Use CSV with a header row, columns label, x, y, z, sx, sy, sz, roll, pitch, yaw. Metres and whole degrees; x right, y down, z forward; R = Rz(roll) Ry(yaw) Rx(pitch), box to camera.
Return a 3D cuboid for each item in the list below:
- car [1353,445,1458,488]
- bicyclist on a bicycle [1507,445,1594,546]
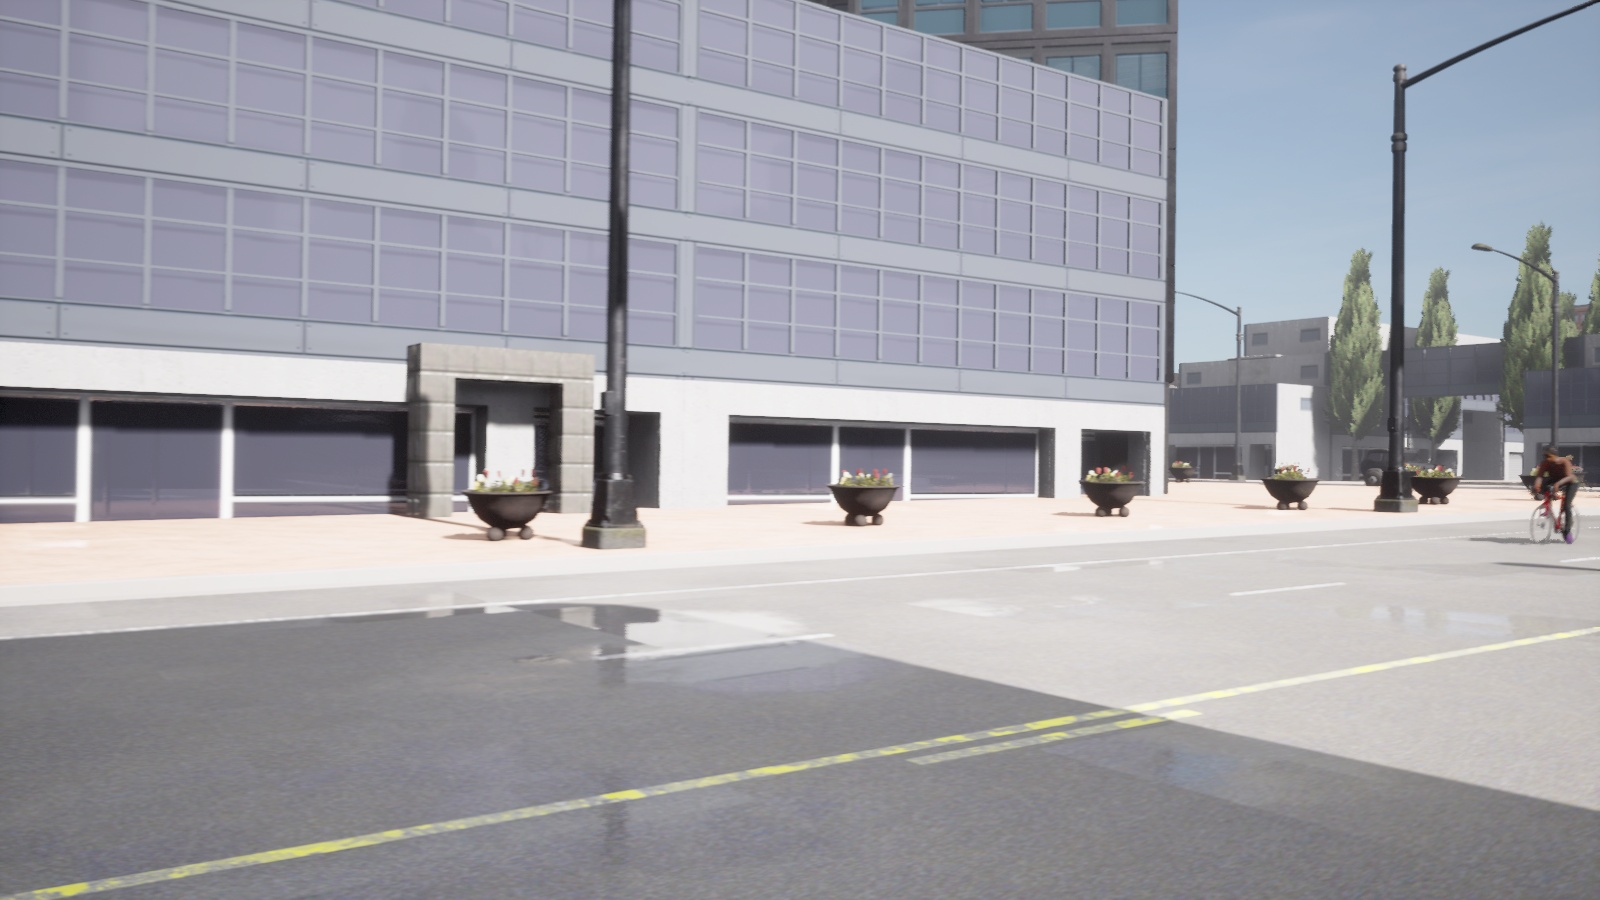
label,x,y,z,sx,sy,sz,roll,pitch,yaw
car,27.429,0.746,56.980,1.905,1.878,3.866,1,-1,-35
bicyclist on a bicycle,12.446,0.725,20.805,1.656,1.620,0.582,0,0,-34
